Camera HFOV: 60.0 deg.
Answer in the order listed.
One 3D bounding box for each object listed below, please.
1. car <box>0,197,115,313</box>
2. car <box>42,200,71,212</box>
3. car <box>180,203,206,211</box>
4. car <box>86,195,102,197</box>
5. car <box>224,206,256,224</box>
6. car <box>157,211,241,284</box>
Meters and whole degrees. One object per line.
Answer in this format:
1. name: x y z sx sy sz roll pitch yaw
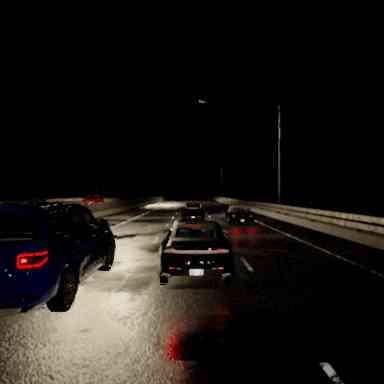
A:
1. car: -3.402 1.268 7.861 2.150 2.045 5.566 0 0 0
2. car: -17.563 1.806 43.396 1.994 1.385 4.181 0 0 0
3. car: 0.083 1.660 27.324 1.837 1.490 4.892 0 0 0
4. car: -14.031 1.468 47.041 2.150 2.045 5.566 0 0 0
5. car: 3.581 1.746 25.860 1.895 1.301 4.718 0 0 0
6. car: 0.094 1.548 9.701 2.128 1.511 4.902 0 0 0
